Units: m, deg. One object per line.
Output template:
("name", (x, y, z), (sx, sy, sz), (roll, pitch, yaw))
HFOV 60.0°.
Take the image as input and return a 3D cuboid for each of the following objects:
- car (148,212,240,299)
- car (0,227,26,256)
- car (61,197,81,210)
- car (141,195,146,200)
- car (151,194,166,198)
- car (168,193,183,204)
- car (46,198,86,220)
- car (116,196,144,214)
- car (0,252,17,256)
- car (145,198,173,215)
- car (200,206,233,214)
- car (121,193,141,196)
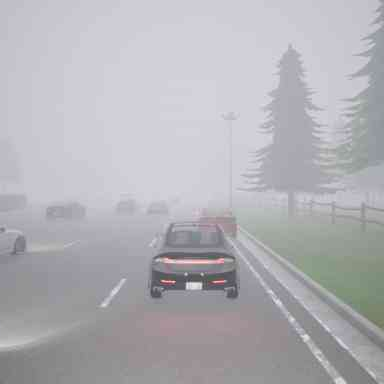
("car", (0.057, 1.492, 8.457), (2.128, 1.511, 4.902), (0, 0, 0))
("car", (-6.908, 1.526, 10.118), (1.812, 1.442, 4.674), (0, 0, 0))
("car", (-16.044, 1.477, 44.282), (1.882, 1.535, 5.008), (0, 0, -13))
("car", (-13.949, 1.552, 93.117), (1.994, 1.385, 4.181), (0, 0, 0))
("car", (-6.863, 1.601, 67.766), (1.895, 1.301, 4.718), (0, 0, 0))
("car", (-3.365, 1.477, 65.148), (1.882, 1.535, 5.008), (0, 0, 0))
("car", (-10.385, 1.477, 27.832), (1.882, 1.535, 5.008), (0, 0, 0))
("car", (-6.881, 1.491, 35.859), (2.128, 1.511, 4.902), (0, 0, 0))
("car", (-3.398, 1.547, 1.776), (2.033, 1.411, 5.357), (0, 0, 0))
("car", (-3.381, 1.564, 34.115), (1.994, 1.385, 4.181), (0, 0, 0))
("car", (1.234, 1.478, 17.799), (1.882, 1.535, 5.008), (0, 0, 0))
("car", (-10.371, 1.223, 54.689), (2.150, 2.045, 5.566), (0, 0, 0))
